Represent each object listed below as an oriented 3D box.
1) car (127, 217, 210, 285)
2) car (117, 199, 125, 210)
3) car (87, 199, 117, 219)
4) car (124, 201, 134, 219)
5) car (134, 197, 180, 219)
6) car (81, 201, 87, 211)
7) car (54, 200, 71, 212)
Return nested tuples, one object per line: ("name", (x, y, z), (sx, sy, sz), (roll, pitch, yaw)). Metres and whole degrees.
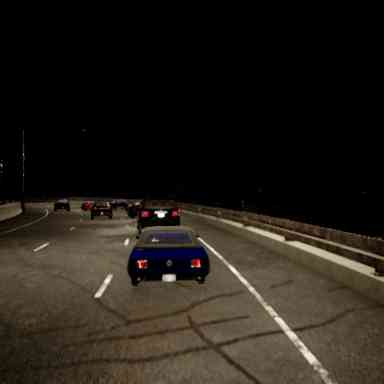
("car", (-0.703, 1.649, 9.682), (1.895, 1.301, 4.718), (0, 0, -5))
("car", (-9.770, 1.719, 44.383), (2.128, 1.511, 4.902), (0, 0, -24))
("car", (-8.395, 1.649, 30.766), (2.128, 1.511, 4.902), (0, -1, -17))
("car", (-4.985, 1.723, 31.540), (1.994, 1.385, 4.181), (0, 0, -16))
("car", (-2.062, 1.313, 19.359), (2.150, 2.045, 5.566), (0, -1, -11))
("car", (-13.517, 1.795, 44.220), (1.994, 1.385, 4.181), (0, 0, -24))
("car", (-16.911, 1.722, 43.268), (2.128, 1.511, 4.902), (0, 0, -24))
